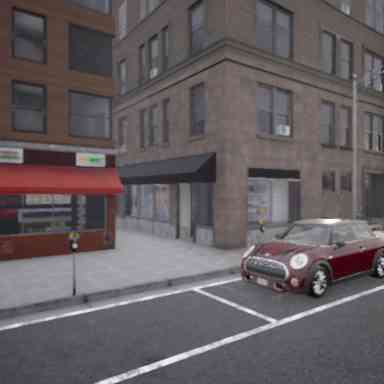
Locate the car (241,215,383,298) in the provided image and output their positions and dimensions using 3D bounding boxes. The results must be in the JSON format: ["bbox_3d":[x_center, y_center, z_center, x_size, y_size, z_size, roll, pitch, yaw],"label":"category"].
[{"bbox_3d":[3.164,1.445,8.462,4.097,1.590,1.967,0,0,-36],"label":"car"}]
